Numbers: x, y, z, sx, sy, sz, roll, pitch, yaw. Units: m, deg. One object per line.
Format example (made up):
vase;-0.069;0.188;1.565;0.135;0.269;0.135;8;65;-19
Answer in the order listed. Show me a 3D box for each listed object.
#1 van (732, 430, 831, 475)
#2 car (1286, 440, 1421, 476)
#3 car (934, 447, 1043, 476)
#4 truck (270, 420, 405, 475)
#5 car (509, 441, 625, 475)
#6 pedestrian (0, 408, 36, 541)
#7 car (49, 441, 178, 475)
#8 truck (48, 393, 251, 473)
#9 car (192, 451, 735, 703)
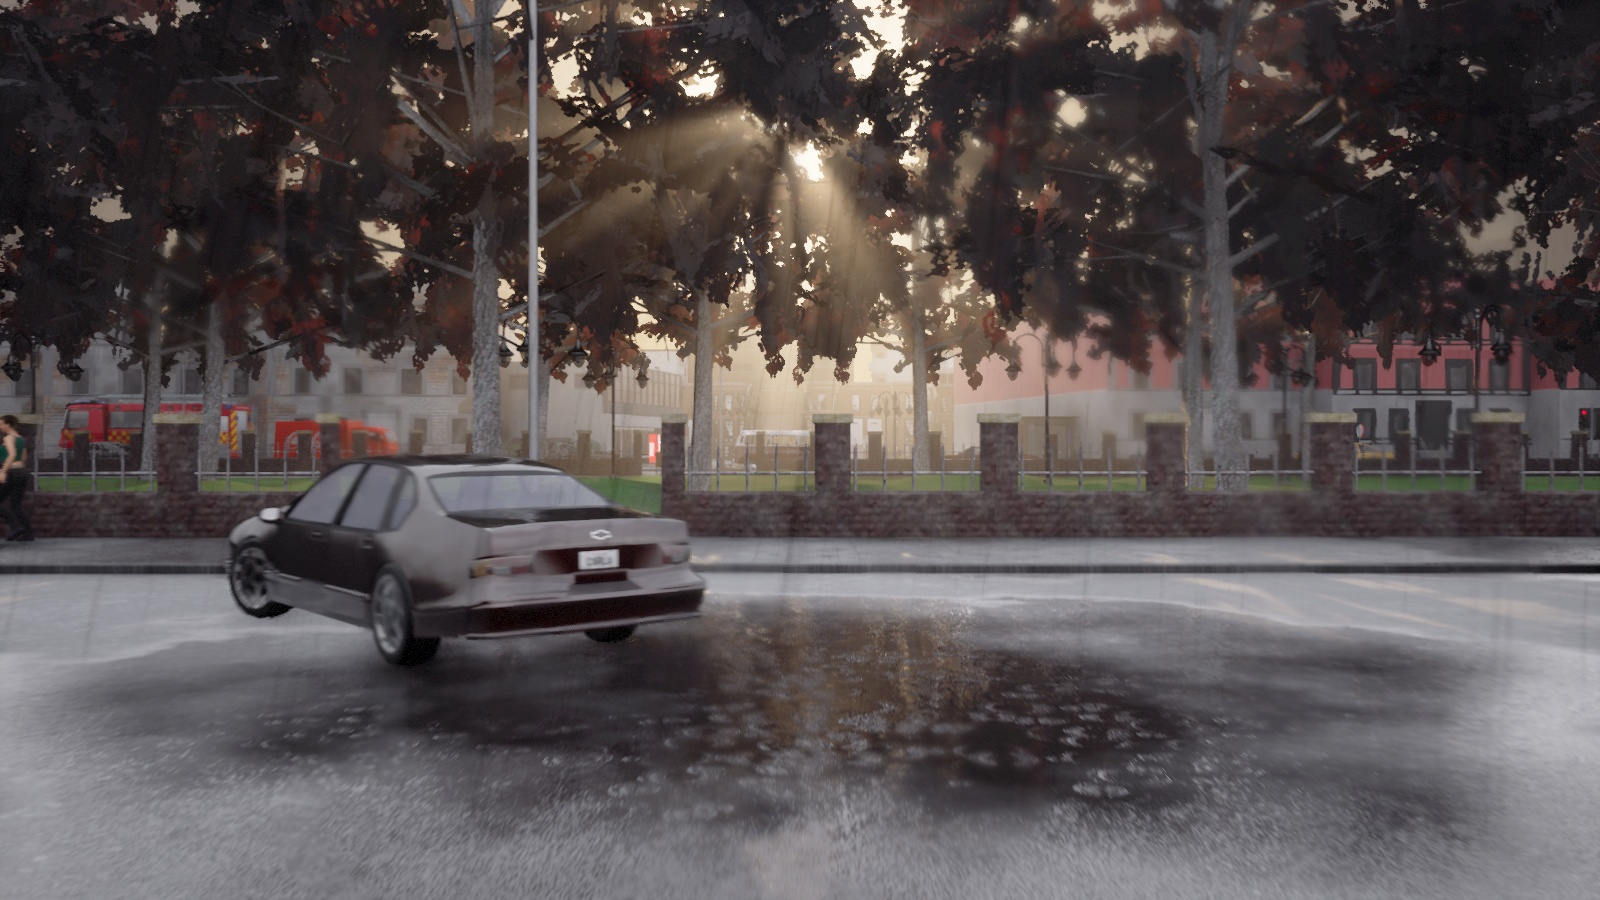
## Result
van;-0.825;0.113;57.419;4.480;2.038;2.069;0;0;0
car;25.229;0.350;57.328;5.366;1.575;1.801;0;0;1
car;8.570;0.498;57.383;4.718;1.301;1.895;0;0;0
truck;-21.100;-0.116;57.492;5.204;2.467;2.627;0;0;0
car;-10.629;0.338;57.462;4.902;1.511;2.128;0;0;0
pedestrian;-11.062;0.339;17.506;0.594;1.836;0.345;0;0;0
car;-31.408;0.368;57.524;4.892;1.490;1.837;0;0;0
truck;-31.746;-0.825;61.518;8.468;3.827;2.891;0;0;0
car;-2.953;0.730;9.904;2.033;1.411;5.357;0;0;-40
